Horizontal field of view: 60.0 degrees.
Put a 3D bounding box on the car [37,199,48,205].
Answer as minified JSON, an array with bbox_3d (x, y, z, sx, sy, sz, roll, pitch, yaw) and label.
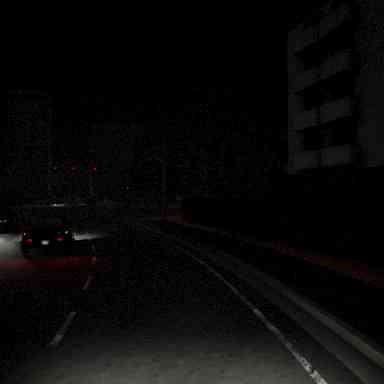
[{"bbox_3d":[-35.733,2.422,79.314,1.812,1.442,4.674,0,-1,-19],"label":"car"}]

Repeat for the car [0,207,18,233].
[{"bbox_3d":[-12.474,1.744,21.466,2.128,1.511,4.902,0,-1,-20],"label":"car"}]

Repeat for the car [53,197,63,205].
[{"bbox_3d":[-32.419,2.454,80.442,1.994,1.385,4.181,0,-1,-19],"label":"car"}]

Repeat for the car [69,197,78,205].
[{"bbox_3d":[-29.438,2.424,82.544,1.994,1.385,4.181,0,-1,-19],"label":"car"}]

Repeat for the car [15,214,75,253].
[{"bbox_3d":[-6.158,1.690,14.468,1.812,1.442,4.674,0,0,-19],"label":"car"}]

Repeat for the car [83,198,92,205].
[{"bbox_3d":[-26.030,2.360,83.396,1.837,1.490,4.892,0,-1,-19],"label":"car"}]
